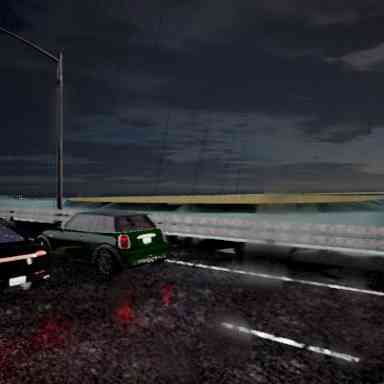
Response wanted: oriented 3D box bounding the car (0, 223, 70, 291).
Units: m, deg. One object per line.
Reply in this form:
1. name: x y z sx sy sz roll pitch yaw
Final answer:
1. car: -5.321 1.496 7.811 4.902 1.511 2.128 0 0 36

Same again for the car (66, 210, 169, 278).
1. car: -2.969 1.356 10.432 4.553 1.767 2.097 0 0 36
